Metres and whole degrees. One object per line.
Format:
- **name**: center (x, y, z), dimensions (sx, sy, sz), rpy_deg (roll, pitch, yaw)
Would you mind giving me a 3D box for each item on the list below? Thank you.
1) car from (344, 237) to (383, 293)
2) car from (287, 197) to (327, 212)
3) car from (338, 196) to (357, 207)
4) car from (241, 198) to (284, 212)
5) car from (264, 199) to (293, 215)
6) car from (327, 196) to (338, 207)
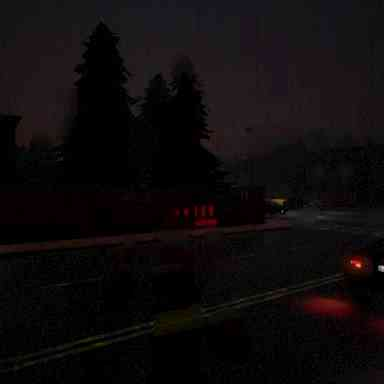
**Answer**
- **car**: center (5.798, 1.547, 7.918), dimensions (5.357, 1.411, 2.033), rpy_deg (0, 0, -35)
- **car**: center (12.901, 1.352, 38.953), dimensions (2.097, 1.767, 4.553), rpy_deg (0, 0, -35)
- **car**: center (22.305, 1.351, 50.253), dimensions (2.097, 1.767, 4.553), rpy_deg (0, 0, -35)
- **car**: center (8.267, 1.478, 39.447), dimensions (1.882, 1.535, 5.008), rpy_deg (0, 0, -35)
- **car**: center (7.596, 1.601, 34.329), dimensions (1.895, 1.301, 4.718), rpy_deg (0, 0, -35)
- **car**: center (18.737, 1.564, 49.236), dimensions (1.994, 1.385, 4.181), rpy_deg (0, 0, -35)
